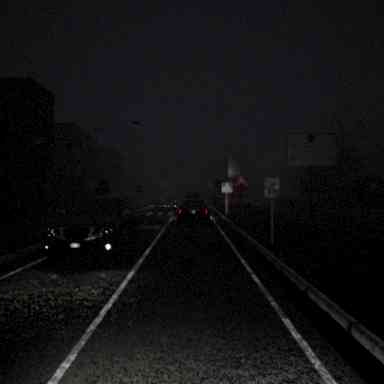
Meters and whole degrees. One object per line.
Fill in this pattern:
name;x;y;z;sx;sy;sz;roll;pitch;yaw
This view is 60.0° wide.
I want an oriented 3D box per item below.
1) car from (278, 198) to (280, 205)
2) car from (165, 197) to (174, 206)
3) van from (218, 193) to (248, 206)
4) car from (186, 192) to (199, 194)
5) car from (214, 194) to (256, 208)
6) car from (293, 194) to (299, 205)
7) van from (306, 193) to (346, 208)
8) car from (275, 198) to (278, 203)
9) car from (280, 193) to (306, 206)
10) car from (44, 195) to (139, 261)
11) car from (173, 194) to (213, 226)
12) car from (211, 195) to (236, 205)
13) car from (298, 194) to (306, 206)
car;18.372;1.583;59.002;4.892;1.521;2.231;0;-1;-1
car;-3.412;1.550;55.656;1.837;1.490;4.892;0;-1;0
van;6.304;1.206;51.539;4.442;1.987;1.878;0;-1;-1
car;0.046;1.055;40.743;2.150;2.045;5.566;0;0;0
car;6.056;1.346;45.579;5.366;1.575;1.946;0;-1;0
car;18.652;1.413;50.497;5.366;1.575;1.946;0;-1;-1
van;18.397;1.119;45.043;4.442;1.987;1.878;0;-1;0
car;18.314;1.396;61.677;5.566;2.045;2.435;0;-1;-1
car;18.387;1.266;56.216;5.566;2.045;2.435;0;-1;-1
car;-3.359;1.157;12.295;2.150;2.045;5.566;0;0;0
car;0.081;1.231;22.339;2.097;1.767;4.553;0;0;0
car;6.078;1.570;63.679;4.553;1.767;2.185;0;-1;-1
car;18.674;1.375;47.836;5.366;1.575;1.946;0;-1;0
